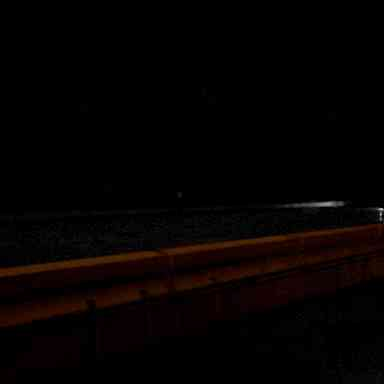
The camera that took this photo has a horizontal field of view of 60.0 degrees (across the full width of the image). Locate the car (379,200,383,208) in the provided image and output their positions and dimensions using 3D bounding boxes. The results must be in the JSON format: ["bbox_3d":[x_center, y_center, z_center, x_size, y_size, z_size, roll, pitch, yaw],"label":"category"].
[{"bbox_3d":[24.952,1.223,40.542,4.674,1.442,1.812,0,0,-26],"label":"car"}]
